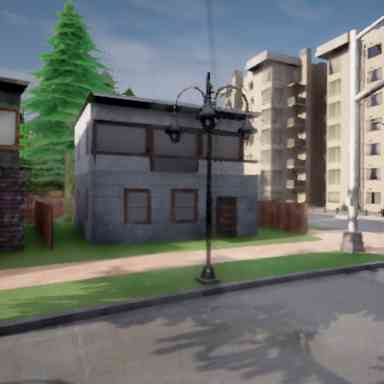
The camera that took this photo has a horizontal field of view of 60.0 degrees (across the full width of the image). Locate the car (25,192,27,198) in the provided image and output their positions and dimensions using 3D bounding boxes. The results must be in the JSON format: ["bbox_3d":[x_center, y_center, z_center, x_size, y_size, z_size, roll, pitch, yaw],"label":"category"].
[{"bbox_3d":[-34.497,0.945,67.384,1.905,1.878,3.866,1,0,-25],"label":"car"}]

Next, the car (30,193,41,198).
[{"bbox_3d":[-32.375,0.964,68.788,1.932,1.855,4.605,1,0,-25],"label":"car"}]
